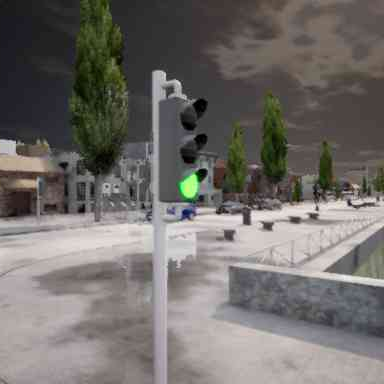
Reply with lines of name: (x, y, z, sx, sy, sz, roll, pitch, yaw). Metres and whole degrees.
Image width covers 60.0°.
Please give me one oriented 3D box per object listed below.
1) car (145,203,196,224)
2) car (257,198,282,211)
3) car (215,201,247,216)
car: (-1.615, 1.589, 26.591, 1.882, 1.535, 5.008, 0, 0, 35)
car: (10.041, 1.615, 42.906, 1.837, 1.490, 4.892, 0, 0, 36)
car: (4.118, 1.675, 34.637, 1.994, 1.385, 4.181, 0, 0, 35)
